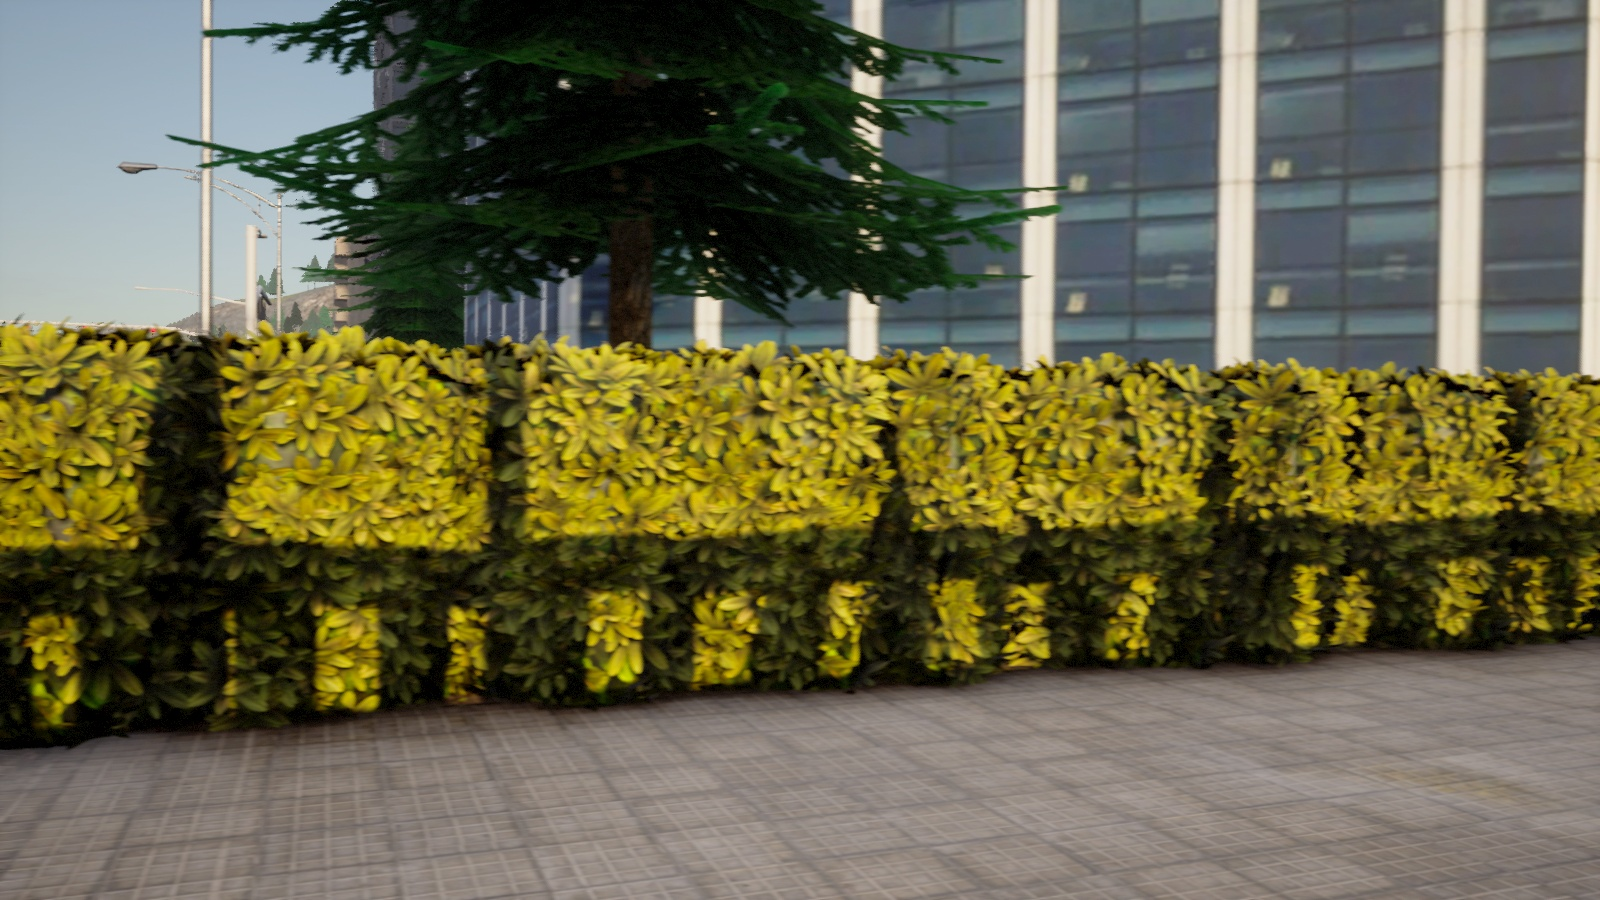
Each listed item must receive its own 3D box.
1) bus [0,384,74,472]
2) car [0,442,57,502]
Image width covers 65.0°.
[{"bbox_3d":[-41.280,-1.120,65.792,3.944,4.253,10.273,-1,1,-21],"label":"bus"},{"bbox_3d":[-21.507,0.554,33.729,1.837,1.490,4.892,-1,1,-21],"label":"car"}]
